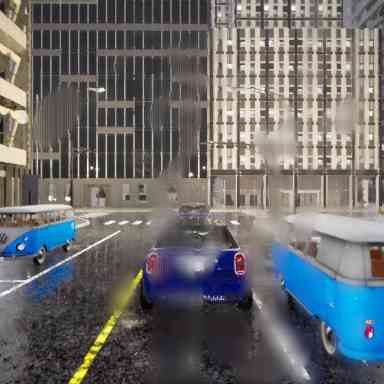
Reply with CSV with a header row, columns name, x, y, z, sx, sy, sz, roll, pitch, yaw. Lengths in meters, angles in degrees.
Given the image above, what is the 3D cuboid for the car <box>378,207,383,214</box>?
name,x,y,z,sx,sy,sz,roll,pitch,yaw
car,18.980,1.490,29.080,4.829,1.417,1.752,0,0,0

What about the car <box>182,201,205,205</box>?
name,x,y,z,sx,sy,sz,roll,pitch,yaw
car,0.085,1.359,18.057,2.097,1.767,4.553,0,0,0

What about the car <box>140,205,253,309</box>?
name,x,y,z,sx,sy,sz,roll,pitch,yaw
car,0.083,1.354,8.031,2.097,1.767,4.553,0,0,0

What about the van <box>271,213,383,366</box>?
name,x,y,z,sx,sy,sz,roll,pitch,yaw
van,2.558,1.343,5.658,1.690,1.788,3.998,0,0,0

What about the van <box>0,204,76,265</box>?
name,x,y,z,sx,sy,sz,roll,pitch,yaw
van,-5.335,1.345,11.325,1.690,1.788,3.998,0,0,0
